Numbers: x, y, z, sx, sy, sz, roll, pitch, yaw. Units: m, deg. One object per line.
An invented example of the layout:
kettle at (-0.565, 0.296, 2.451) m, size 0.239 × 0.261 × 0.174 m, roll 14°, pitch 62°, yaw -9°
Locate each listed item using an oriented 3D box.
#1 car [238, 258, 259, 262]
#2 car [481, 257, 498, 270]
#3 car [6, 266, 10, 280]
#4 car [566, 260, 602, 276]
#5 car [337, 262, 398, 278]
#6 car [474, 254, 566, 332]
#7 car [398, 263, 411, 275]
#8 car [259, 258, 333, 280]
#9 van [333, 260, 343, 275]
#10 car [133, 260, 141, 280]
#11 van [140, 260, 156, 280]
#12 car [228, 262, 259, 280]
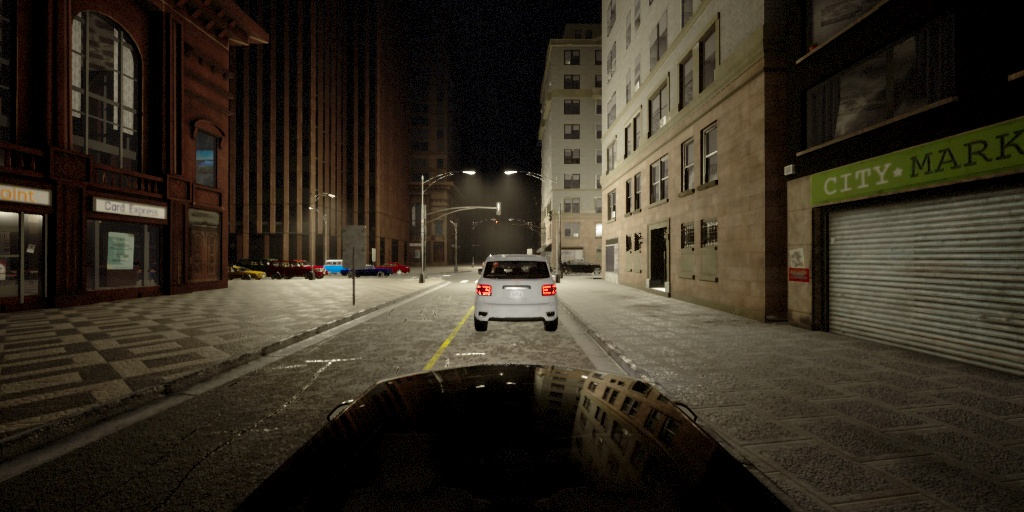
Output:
car at (-24.124, 1.247, 35.325) m, size 5.566 × 2.045 × 2.150 m, roll -1°, pitch 0°, yaw -1°
car at (-3.132, 1.097, 51.785) m, size 2.097 × 1.767 × 4.553 m, roll 0°, pitch 0°, yaw 1°
car at (-47.755, 1.850, 32.836) m, size 4.403 × 1.370 × 2.007 m, roll 0°, pitch 0°, yaw 0°
car at (6.851, 1.144, 35.301) m, size 4.902 × 1.511 × 2.128 m, roll -1°, pitch 0°, yaw 8°
car at (-14.159, 1.506, 35.300) m, size 4.718 × 1.301 × 1.895 m, roll -1°, pitch 0°, yaw 0°
car at (0.096, 0.974, 11.067) m, size 2.150 × 2.045 × 5.566 m, roll 0°, pitch 0°, yaw 0°
car at (-13.993, 1.477, 41.254) m, size 4.507 × 1.381 × 1.888 m, roll 0°, pitch 0°, yaw 0°
car at (-19.635, 1.274, 32.746) m, size 5.009 × 1.841 × 2.192 m, roll 0°, pitch 0°, yaw 0°
van at (-19.617, 1.341, 41.272) m, size 3.998 × 1.789 × 1.690 m, roll 0°, pitch 0°, yaw 0°
car at (-34.680, 1.375, 35.377) m, size 5.566 × 2.045 × 2.150 m, roll -1°, pitch 0°, yaw 0°
van at (-30.883, 1.436, 32.782) m, size 3.998 × 1.789 × 1.690 m, roll 0°, pitch 0°, yaw 0°
car at (-25.089, 1.552, 32.763) m, size 4.829 × 1.417 × 1.751 m, roll 0°, pitch 0°, yaw 0°
